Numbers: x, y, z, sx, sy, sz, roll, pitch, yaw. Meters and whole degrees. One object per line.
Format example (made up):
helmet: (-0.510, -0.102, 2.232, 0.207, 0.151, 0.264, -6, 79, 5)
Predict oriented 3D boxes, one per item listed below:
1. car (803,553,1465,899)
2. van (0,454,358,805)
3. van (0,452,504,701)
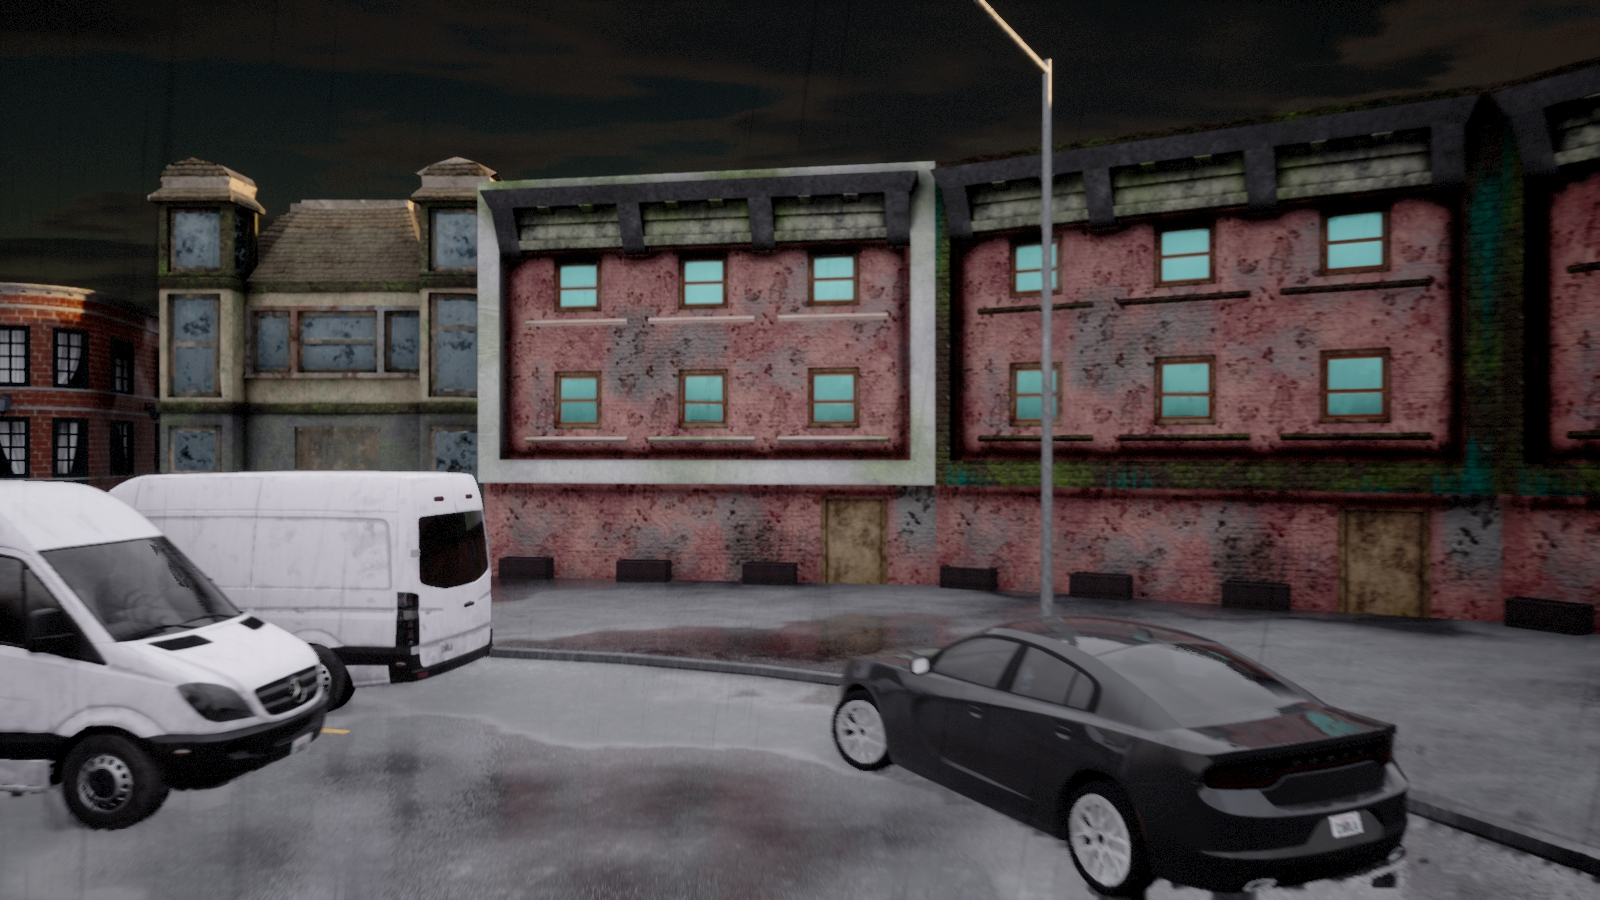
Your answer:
car: (2.083, 1.815, 8.880, 2.097, 1.535, 5.006, 0, 0, -27)
van: (-6.991, 1.316, 9.446, 5.915, 2.561, 1.988, 0, 0, 2)
van: (-6.674, 1.317, 13.400, 5.915, 2.561, 1.988, 0, 0, 11)
